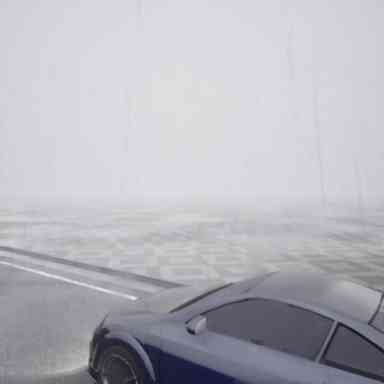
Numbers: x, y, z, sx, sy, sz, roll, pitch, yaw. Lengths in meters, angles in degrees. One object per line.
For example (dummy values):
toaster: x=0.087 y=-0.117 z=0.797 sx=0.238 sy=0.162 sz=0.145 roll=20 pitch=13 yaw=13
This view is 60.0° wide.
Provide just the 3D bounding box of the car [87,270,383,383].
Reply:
car: x=0.868 y=1.552 z=3.375 sx=4.181 sy=1.385 sz=1.994 roll=1 pitch=0 yaw=35
